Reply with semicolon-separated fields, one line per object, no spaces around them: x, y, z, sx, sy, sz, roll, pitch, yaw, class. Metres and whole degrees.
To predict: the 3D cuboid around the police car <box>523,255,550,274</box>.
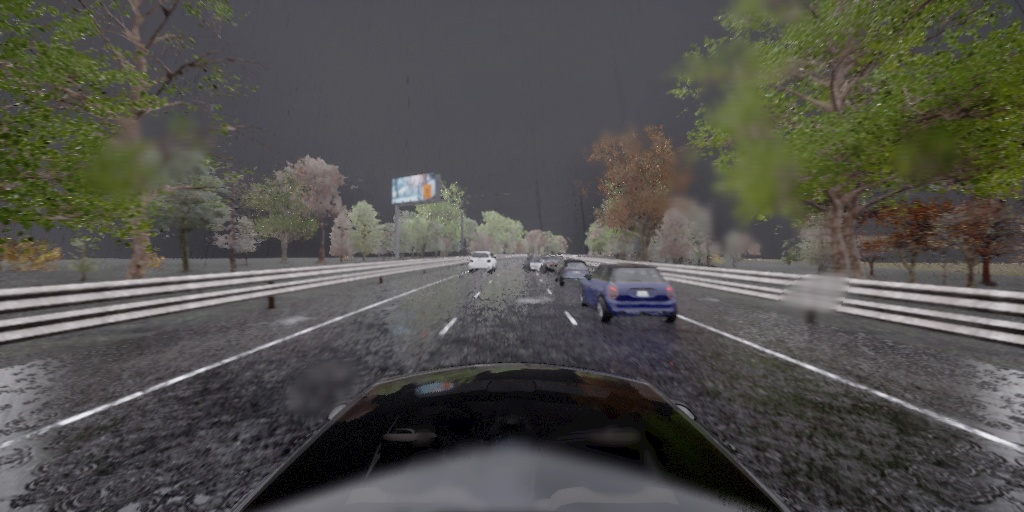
2.931;0.900;35.304;2.038;1.542;4.974;0;1;-28;police car

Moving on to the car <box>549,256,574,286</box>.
3.754;0.962;22.719;2.033;1.649;4.856;0;1;1;car

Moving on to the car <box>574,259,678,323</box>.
3.548;1.001;11.814;2.097;1.767;4.553;0;1;1;car

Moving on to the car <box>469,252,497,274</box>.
-2.783;0.592;35.081;2.150;2.045;5.566;1;0;3;car
